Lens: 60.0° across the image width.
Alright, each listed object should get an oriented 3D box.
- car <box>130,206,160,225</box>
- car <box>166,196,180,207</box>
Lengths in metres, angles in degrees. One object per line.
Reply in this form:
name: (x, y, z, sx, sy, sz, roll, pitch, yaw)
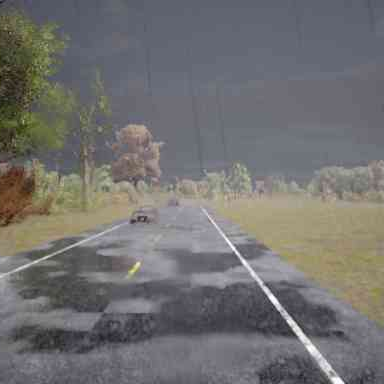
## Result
car: (-3.593, 1.797, 26.045, 1.994, 1.385, 4.181, 0, -1, 0)
car: (-3.492, 1.747, 61.916, 2.150, 2.045, 5.566, 0, 1, 0)
